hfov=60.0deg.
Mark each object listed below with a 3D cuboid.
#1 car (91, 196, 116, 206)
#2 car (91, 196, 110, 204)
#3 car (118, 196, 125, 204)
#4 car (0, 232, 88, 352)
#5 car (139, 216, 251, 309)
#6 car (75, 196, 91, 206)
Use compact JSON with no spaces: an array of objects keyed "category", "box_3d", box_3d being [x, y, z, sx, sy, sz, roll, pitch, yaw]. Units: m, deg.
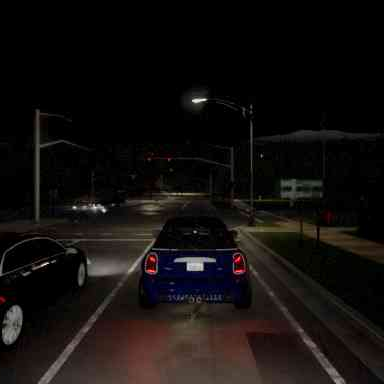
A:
[{"category":"car","box_3d":[-14.473,1.601,54.472,1.895,1.301,4.718,0,0,1]},{"category":"car","box_3d":[-17.786,1.491,64.875,2.128,1.511,4.902,0,0,1]},{"category":"car","box_3d":[-14.310,1.547,64.133,2.033,1.411,5.357,0,0,1]},{"category":"car","box_3d":[-3.440,1.505,6.145,1.837,1.490,4.892,0,0,0]},{"category":"car","box_3d":[0.070,1.352,8.049,2.097,1.767,4.553,0,0,0]},{"category":"car","box_3d":[-17.941,1.477,55.685,1.882,1.535,5.008,0,0,1]}]
